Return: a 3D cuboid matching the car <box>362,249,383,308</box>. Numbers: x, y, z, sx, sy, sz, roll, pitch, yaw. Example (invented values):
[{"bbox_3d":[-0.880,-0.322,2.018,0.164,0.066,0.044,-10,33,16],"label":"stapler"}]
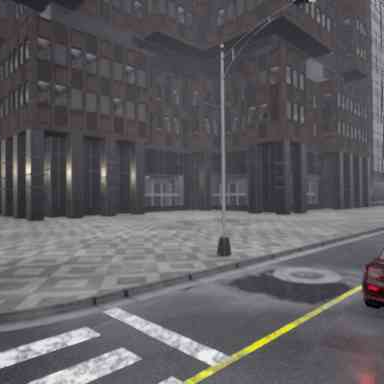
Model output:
[{"bbox_3d":[5.050,1.524,6.860,4.674,1.442,1.812,0,-1,-44],"label":"car"}]
